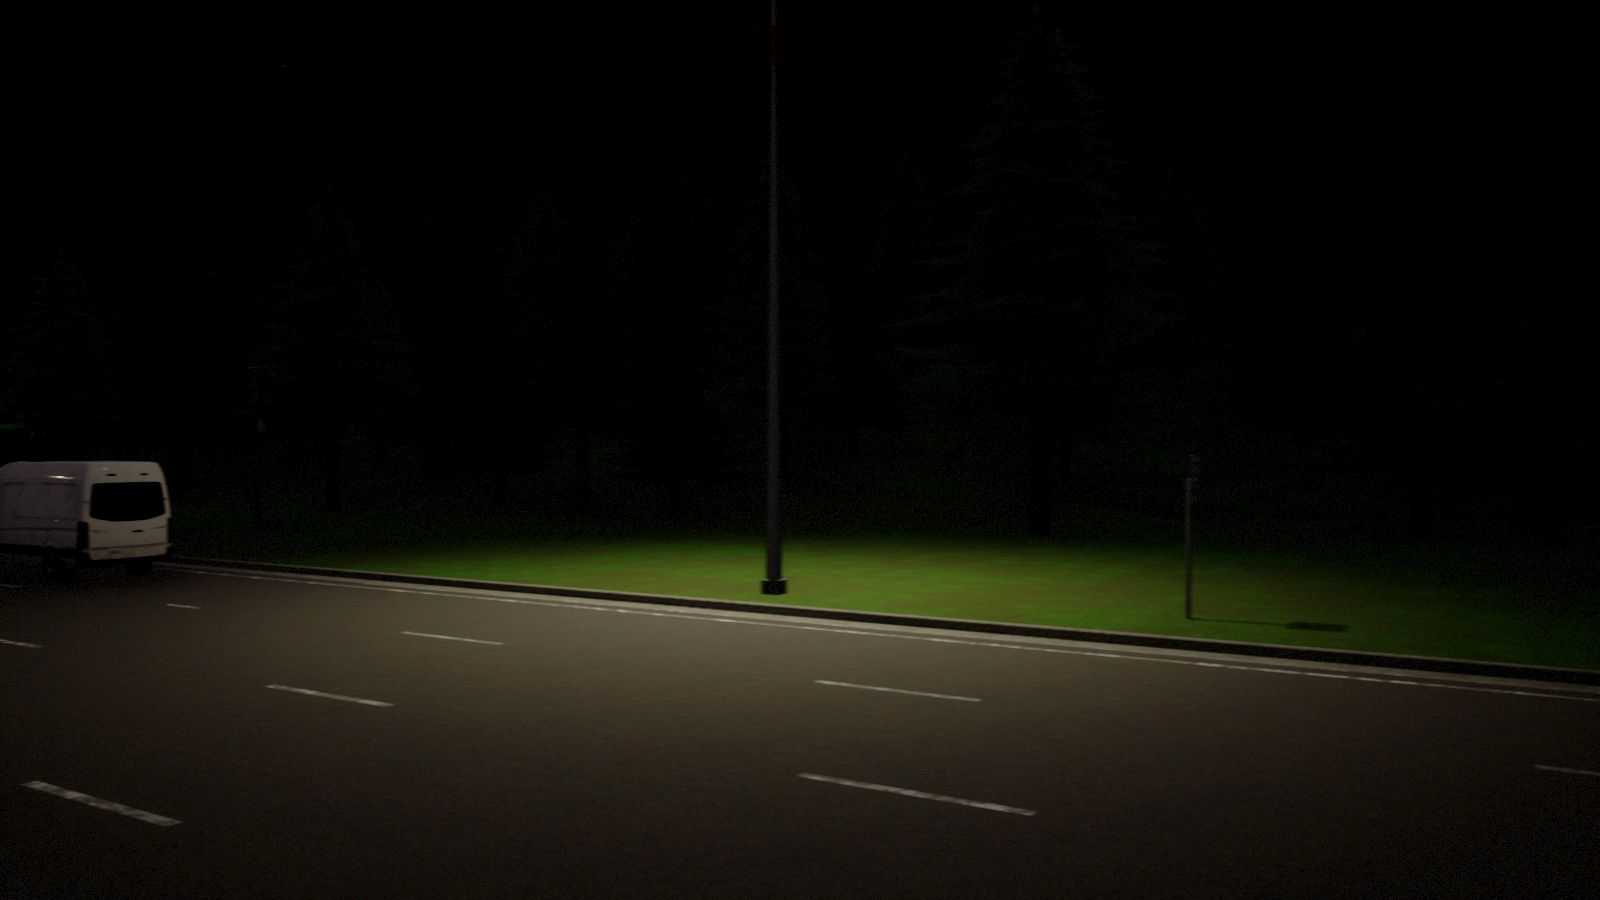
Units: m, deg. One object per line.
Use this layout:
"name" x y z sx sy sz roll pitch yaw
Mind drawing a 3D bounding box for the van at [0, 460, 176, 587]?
"van" -16.812 1.525 25.851 5.915 2.561 1.988 0 0 31
